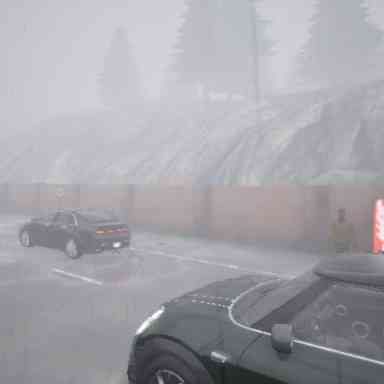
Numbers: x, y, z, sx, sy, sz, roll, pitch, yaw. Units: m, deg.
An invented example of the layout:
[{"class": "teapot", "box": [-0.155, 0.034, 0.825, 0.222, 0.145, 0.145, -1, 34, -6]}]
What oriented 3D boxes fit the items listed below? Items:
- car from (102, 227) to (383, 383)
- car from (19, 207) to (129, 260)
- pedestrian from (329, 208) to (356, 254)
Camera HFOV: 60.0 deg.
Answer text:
[{"class": "car", "box": [1.560, 1.347, 2.900, 4.553, 1.767, 2.097, 1, 1, 36]}, {"class": "car", "box": [-4.208, 1.304, 11.662, 4.892, 1.490, 1.837, 2, 1, 37]}, {"class": "pedestrian", "box": [3.691, 1.265, 8.168, 0.375, 1.860, 0.375, 1, 1, 37]}]
